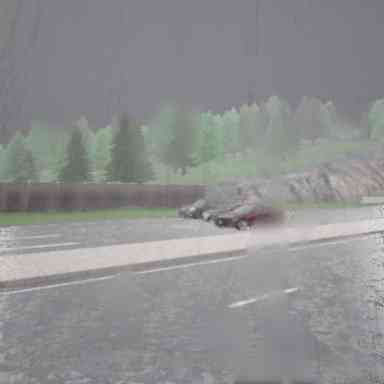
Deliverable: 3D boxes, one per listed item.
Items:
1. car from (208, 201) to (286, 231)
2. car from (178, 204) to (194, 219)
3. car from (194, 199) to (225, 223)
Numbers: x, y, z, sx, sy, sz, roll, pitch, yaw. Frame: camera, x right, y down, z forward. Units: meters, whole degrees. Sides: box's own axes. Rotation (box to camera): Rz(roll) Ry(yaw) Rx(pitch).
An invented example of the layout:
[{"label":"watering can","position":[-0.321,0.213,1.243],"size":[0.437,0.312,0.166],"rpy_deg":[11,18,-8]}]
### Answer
[{"label":"car","position":[3.682,1.485,20.677],"size":[5.008,1.535,1.882],"rpy_deg":[0,0,-35]},{"label":"car","position":[1.112,1.360,27.431],"size":[4.553,1.767,2.097],"rpy_deg":[0,0,-35]},{"label":"car","position":[2.937,1.500,24.436],"size":[4.902,1.511,2.128],"rpy_deg":[0,0,-35]}]
